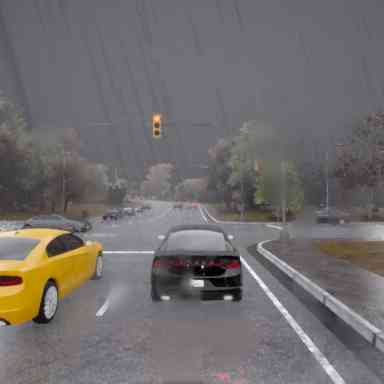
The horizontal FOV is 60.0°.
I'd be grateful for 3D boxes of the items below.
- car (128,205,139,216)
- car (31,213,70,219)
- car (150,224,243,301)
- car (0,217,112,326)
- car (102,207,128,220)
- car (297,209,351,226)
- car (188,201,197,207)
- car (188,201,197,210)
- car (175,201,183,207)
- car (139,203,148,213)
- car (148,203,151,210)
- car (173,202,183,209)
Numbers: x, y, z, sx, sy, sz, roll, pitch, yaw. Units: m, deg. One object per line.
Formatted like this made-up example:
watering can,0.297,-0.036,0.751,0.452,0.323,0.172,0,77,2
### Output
car,-10.467,3.212,54.636,1.812,1.442,4.674,0,-1,0
car,-8.652,2.061,21.404,4.181,1.385,1.994,0,-2,5
car,0.102,1.566,8.544,1.882,1.535,5.008,0,-1,0
car,-3.405,1.543,7.302,1.882,1.535,5.008,0,-1,0
car,-10.515,3.002,44.766,2.033,1.411,5.357,0,-2,1
car,12.463,2.439,31.572,4.892,1.490,1.837,0,-2,0
car,0.084,3.162,86.333,2.033,1.411,5.357,0,0,-3
car,0.165,3.043,76.175,2.097,1.767,4.553,0,0,0
car,-3.432,3.167,86.756,1.994,1.385,4.181,0,0,-3
car,-10.402,3.247,64.741,2.128,1.511,4.902,0,0,1
car,-10.339,3.231,75.322,2.033,1.411,5.357,0,0,0
car,-3.336,3.184,76.688,1.837,1.490,4.892,0,0,0
